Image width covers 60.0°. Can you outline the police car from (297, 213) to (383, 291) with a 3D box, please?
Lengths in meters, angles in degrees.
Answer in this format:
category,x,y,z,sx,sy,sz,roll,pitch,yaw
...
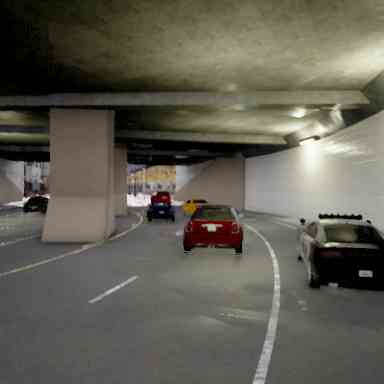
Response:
category,x,y,z,sx,sy,sz,roll,pitch,yaw
police car,4.004,1.404,9.107,1.930,1.638,5.238,1,0,13

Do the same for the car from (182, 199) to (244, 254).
category,x,y,z,sx,sy,sz,roll,pitch,yaw
car,0.986,1.279,13.417,2.097,1.767,4.553,0,0,8

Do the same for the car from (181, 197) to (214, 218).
category,x,y,z,sx,sy,sz,roll,pitch,yaw
car,0.383,1.306,29.068,1.882,1.535,5.008,0,1,-11

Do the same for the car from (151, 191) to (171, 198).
category,x,y,z,sx,sy,sz,roll,pitch,yaw
car,-4.505,0.899,47.148,2.150,2.045,5.566,0,0,-17

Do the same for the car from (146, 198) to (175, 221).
category,x,y,z,sx,sy,sz,roll,pitch,yaw
car,-2.454,1.390,25.367,1.994,1.385,4.181,0,0,-9

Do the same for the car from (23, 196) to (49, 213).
category,x,y,z,sx,sy,sz,roll,pitch,yaw
car,-14.721,1.187,31.732,1.837,1.490,4.892,0,0,-16
